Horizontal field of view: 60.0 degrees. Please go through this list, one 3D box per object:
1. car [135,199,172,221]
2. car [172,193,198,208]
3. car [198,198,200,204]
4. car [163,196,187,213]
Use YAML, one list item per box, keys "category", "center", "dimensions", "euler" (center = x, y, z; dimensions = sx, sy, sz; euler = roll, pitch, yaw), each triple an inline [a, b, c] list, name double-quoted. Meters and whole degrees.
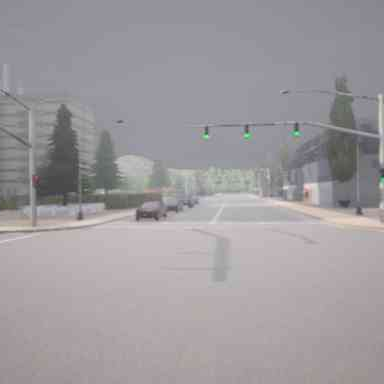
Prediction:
- category: "car"
  center: [-3.375, 1.530, 28.393]
  dimensions: [1.882, 1.535, 5.008]
  euler: [-1, 0, 7]
- category: "car"
  center: [-0.957, 1.239, 47.718]
  dimensions: [2.150, 2.045, 5.566]
  euler: [-1, 0, 7]
- category: "car"
  center: [0.343, 1.546, 58.254]
  dimensions: [2.033, 1.411, 5.357]
  euler: [-1, 0, 7]
- category: "car"
  center: [-2.202, 1.513, 37.897]
  dimensions: [1.882, 1.535, 5.008]
  euler: [-1, 0, 7]
